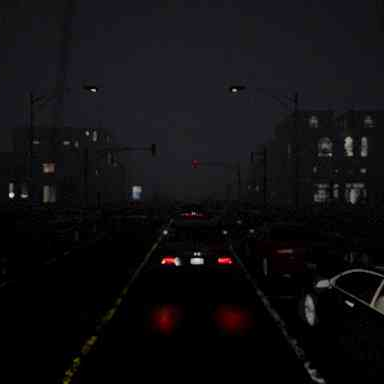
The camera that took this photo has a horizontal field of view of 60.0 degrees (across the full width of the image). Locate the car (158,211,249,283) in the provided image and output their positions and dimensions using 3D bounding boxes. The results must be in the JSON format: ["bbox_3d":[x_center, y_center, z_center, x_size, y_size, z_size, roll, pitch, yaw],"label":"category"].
[{"bbox_3d":[0.099,1.509,9.578,2.033,1.411,5.357,0,0,0],"label":"car"}]

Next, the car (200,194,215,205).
[{"bbox_3d":[2.689,1.354,53.465,1.947,1.339,4.313,0,0,0],"label":"car"}]

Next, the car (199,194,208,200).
[{"bbox_3d":[2.686,1.233,81.074,2.008,1.369,4.403,0,0,0],"label":"car"}]

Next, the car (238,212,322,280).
[{"bbox_3d":[2.694,1.506,9.691,1.887,1.381,4.507,0,0,0],"label":"car"}]

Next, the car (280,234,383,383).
[{"bbox_3d":[2.694,1.534,3.999,2.008,1.369,4.403,0,0,0],"label":"car"}]

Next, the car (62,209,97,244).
[{"bbox_3d":[-5.688,1.489,15.399,2.008,1.369,4.403,0,0,0],"label":"car"}]

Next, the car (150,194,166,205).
[{"bbox_3d":[-5.691,1.370,53.477,1.802,1.307,4.206,0,0,0],"label":"car"}]

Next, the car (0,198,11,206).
[{"bbox_3d":[-25.455,1.276,41.863,4.829,1.417,1.752,0,0,1],"label":"car"}]

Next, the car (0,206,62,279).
[{"bbox_3d":[-5.686,1.401,9.707,1.967,1.590,4.097,0,0,0],"label":"car"}]

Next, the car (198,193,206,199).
[{"bbox_3d":[2.686,1.082,92.117,1.967,1.590,4.097,0,0,0],"label":"car"}]

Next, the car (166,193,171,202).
[{"bbox_3d":[-5.693,1.296,64.520,2.008,1.369,4.403,0,0,0],"label":"car"}]

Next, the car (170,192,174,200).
[{"bbox_3d":[-5.693,1.143,75.564,1.967,1.590,4.097,0,0,0],"label":"car"}]

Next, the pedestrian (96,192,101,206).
[{"bbox_3d":[-12.556,0.953,44.608,0.375,1.860,0.375,0,0,1],"label":"pedestrian"}]

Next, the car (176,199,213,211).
[{"bbox_3d":[0.098,1.421,20.871,1.837,1.490,4.892,0,0,0],"label":"car"}]

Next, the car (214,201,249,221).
[{"bbox_3d":[2.693,1.466,21.075,2.008,1.369,4.403,0,0,0],"label":"car"}]

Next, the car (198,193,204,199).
[{"bbox_3d":[2.688,1.327,64.507,1.802,1.307,4.206,0,0,0],"label":"car"}]
